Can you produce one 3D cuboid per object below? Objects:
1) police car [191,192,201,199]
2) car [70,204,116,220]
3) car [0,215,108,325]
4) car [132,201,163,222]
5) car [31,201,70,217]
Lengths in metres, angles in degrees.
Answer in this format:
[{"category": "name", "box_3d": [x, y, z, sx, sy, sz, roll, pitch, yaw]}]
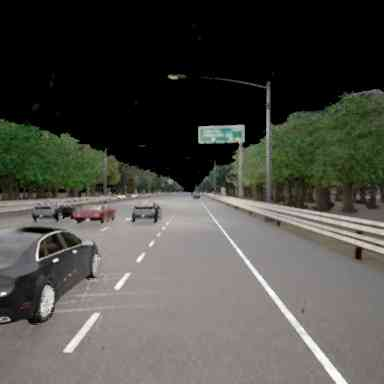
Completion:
[{"category": "police car", "box_3d": [1.362, 1.188, 90.860, 1.930, 1.638, 5.238, 0, 0, 0]}, {"category": "car", "box_3d": [-6.855, 1.550, 24.112, 1.895, 1.301, 4.718, 0, 0, 0]}, {"category": "car", "box_3d": [-3.393, 1.492, 7.110, 1.837, 1.490, 4.892, 0, 0, 0]}, {"category": "car", "box_3d": [-3.351, 1.437, 25.345, 2.128, 1.511, 4.902, 0, 0, 0]}, {"category": "car", "box_3d": [-10.351, 1.437, 25.305, 2.128, 1.511, 4.902, 0, 0, 0]}]
